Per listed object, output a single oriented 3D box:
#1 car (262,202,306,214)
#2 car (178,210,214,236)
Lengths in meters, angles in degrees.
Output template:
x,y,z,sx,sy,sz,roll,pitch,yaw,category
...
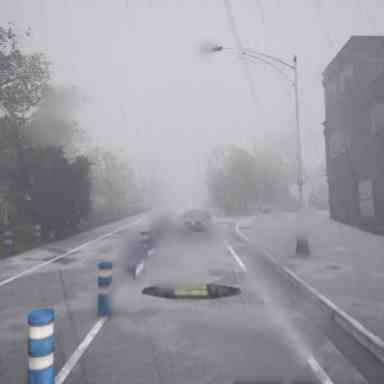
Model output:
x,y,z,sx,sy,sz,roll,pitch,yaw,category
10.259,1.831,37.148,5.357,1.411,2.033,1,-7,-30,car
0.277,1.771,20.085,2.033,1.411,5.357,0,0,4,car
